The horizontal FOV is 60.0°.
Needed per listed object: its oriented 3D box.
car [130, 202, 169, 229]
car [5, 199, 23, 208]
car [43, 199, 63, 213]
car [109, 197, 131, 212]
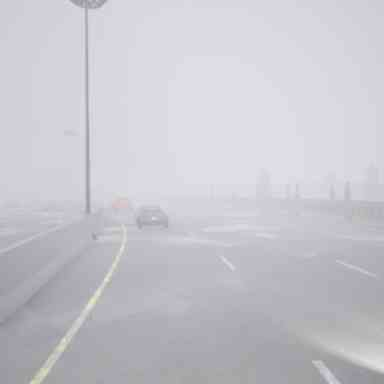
[{"bbox_3d":[-2.753,1.545,21.899,1.994,1.385,4.181,0,0,-13],"label":"car"},{"bbox_3d":[-26.754,1.705,49.850,1.994,1.385,4.181,-1,0,-35],"label":"car"},{"bbox_3d":[-16.255,1.584,38.695,1.812,1.442,4.674,0,0,-26],"label":"car"},{"bbox_3d":[-8.209,1.342,38.303,2.097,1.767,4.553,-1,0,-22],"label":"car"}]
